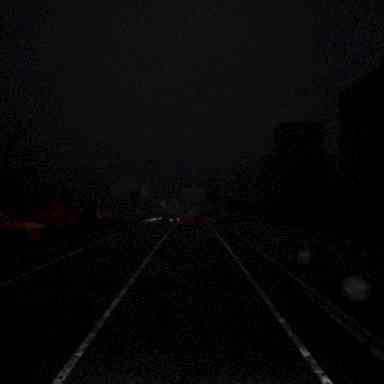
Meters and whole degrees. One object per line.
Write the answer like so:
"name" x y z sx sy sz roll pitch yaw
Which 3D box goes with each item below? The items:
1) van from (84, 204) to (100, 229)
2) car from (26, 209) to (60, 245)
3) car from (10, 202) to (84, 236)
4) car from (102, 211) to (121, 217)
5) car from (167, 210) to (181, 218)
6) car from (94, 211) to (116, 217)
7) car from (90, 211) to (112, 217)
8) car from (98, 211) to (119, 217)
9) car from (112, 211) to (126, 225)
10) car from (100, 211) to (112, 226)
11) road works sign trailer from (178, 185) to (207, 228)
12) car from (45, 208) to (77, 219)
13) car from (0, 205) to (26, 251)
"van" -9.633 1.864 25.237 4.442 1.987 1.878 0 -2 0
"car" -9.464 1.752 16.126 5.008 1.535 2.097 0 -2 0
"car" -9.513 1.598 19.051 5.566 2.045 2.435 0 -2 0
"car" -21.729 5.944 89.663 4.674 1.452 2.002 0 -4 0
"car" -3.156 4.378 64.613 1.837 1.490 4.892 0 -4 1
"car" -21.757 5.499 83.256 4.892 1.521 2.231 0 -4 0
"car" -21.775 5.331 79.984 4.674 1.452 2.002 0 -4 0
"car" -21.752 5.705 86.523 5.008 1.535 2.097 0 -4 0
"car" -9.356 2.349 31.178 5.366 1.575 1.946 0 -3 0
"car" -9.560 2.092 28.268 4.553 1.767 2.185 0 -3 0
"road works sign trailer" 0.036 1.208 28.273 2.380 3.560 2.880 0 -2 -1
"car" -21.923 3.626 55.708 4.553 1.767 2.185 0 -4 0
"car" -9.464 1.526 13.096 4.553 1.767 2.185 0 -2 0
